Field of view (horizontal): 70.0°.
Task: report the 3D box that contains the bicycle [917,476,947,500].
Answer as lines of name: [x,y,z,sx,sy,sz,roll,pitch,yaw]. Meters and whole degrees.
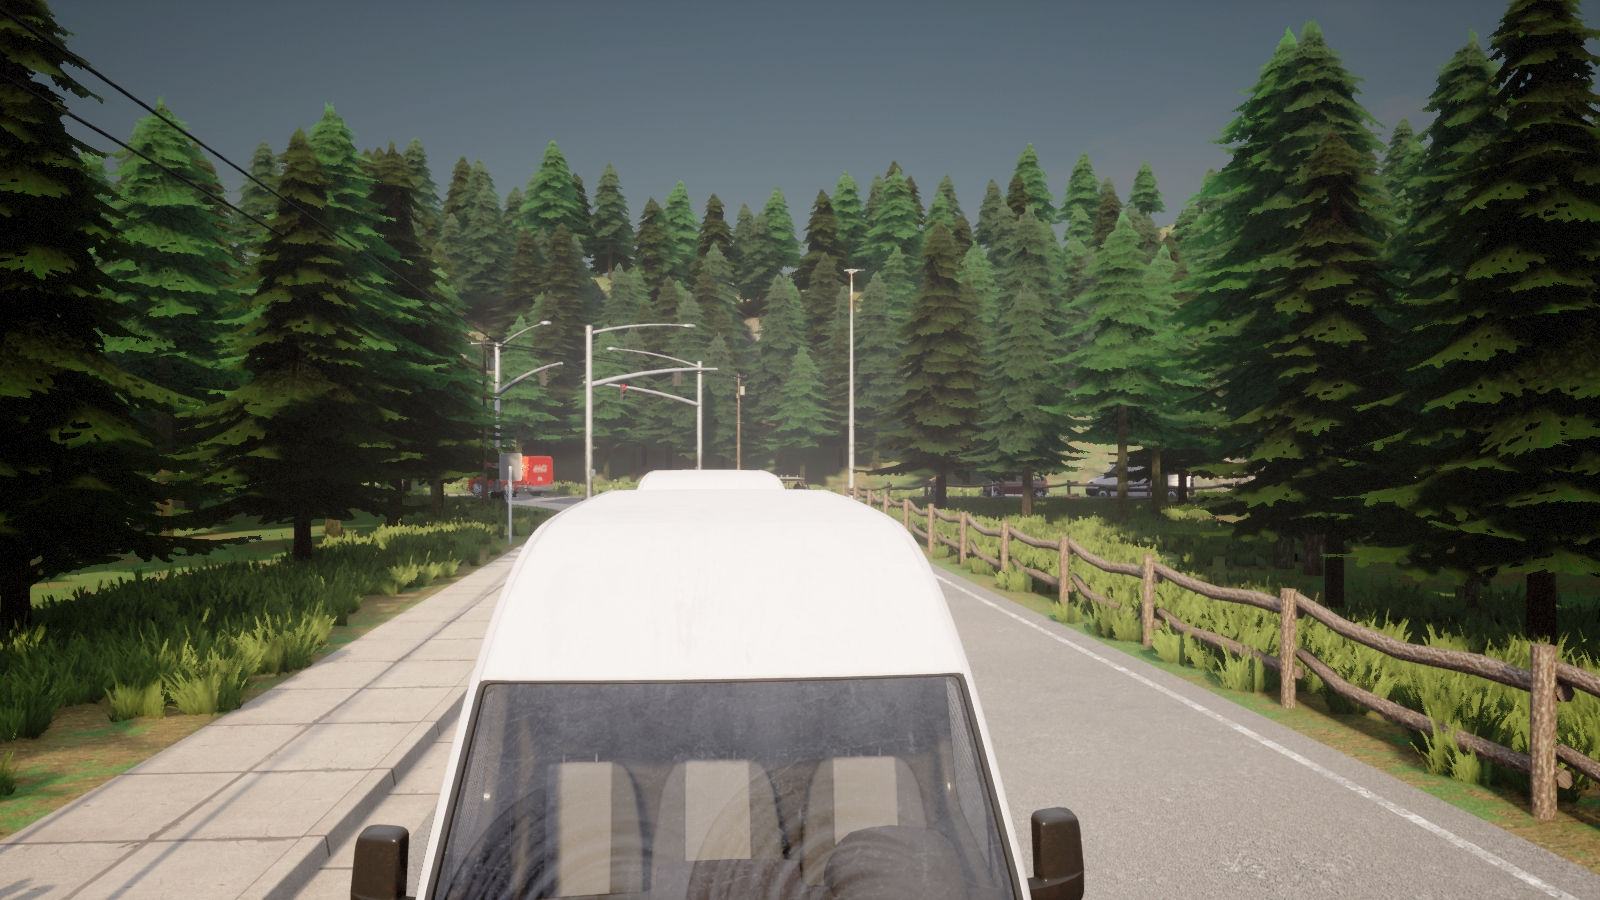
bicycle: [7.489,2.159,64.862,1.487,1.276,0.859,-1,0,-8]

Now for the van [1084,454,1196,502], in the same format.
van: [19.034,1.535,64.041,5.915,2.561,1.988,0,0,19]

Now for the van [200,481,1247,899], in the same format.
van: [-0.345,1.499,5.122,1.988,2.561,5.915,0,0,-5]

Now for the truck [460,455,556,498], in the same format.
truck: [-17.552,1.546,68.643,5.204,2.467,2.627,0,0,29]
